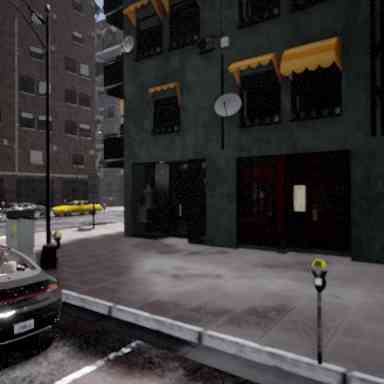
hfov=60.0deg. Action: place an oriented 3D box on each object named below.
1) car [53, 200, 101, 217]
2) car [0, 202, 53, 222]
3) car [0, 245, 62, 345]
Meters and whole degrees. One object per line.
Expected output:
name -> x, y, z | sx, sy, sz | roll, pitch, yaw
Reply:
car -> -10.512, 1.410, 30.187 | 1.752, 1.417, 4.829 | 1, 1, 35
car -> -13.601, 1.510, 25.761 | 2.008, 1.369, 4.403 | 1, 1, 35
car -> -4.035, 1.592, 5.751 | 4.403, 1.369, 2.008 | 0, 0, 35
